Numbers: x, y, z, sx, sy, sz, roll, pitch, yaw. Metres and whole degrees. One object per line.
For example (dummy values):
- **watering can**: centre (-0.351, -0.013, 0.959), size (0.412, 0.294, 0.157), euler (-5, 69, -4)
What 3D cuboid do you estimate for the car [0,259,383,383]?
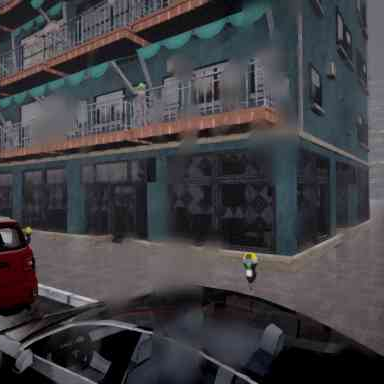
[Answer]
- **car**: centre (-0.296, 1.566, 2.942), size (4.313, 1.339, 1.947), euler (0, -1, 35)

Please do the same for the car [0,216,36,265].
- **car**: centre (-4.907, 1.317, 6.227), size (5.009, 1.841, 2.192), euler (0, -1, 35)
